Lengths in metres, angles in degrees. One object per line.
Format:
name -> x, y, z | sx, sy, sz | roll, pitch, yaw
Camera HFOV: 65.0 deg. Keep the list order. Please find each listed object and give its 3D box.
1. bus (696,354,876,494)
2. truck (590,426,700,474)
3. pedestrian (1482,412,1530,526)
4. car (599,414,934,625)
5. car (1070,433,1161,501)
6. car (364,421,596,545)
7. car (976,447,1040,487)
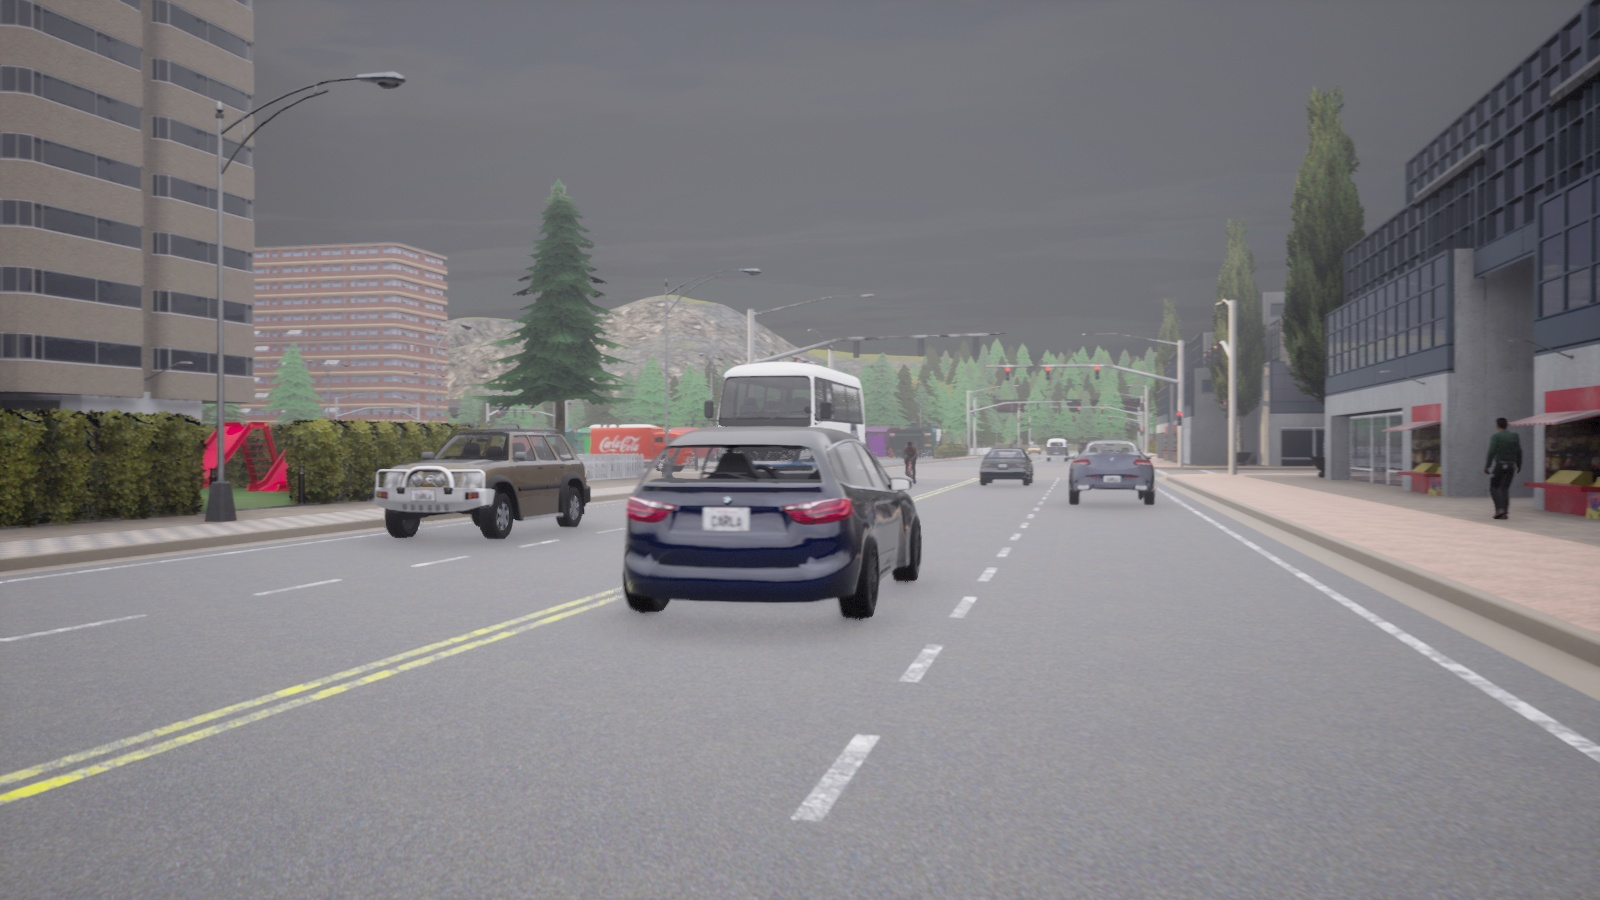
bus -> -0.151, -0.800, 43.512 | 3.944, 4.253, 10.273 | 0, 0, 13
truck -> -8.206, 0.006, 66.650 | 5.204, 2.467, 2.627 | -1, 0, 13
pedestrian -> 12.372, 0.323, 22.018 | 0.423, 1.949, 0.788 | 0, 0, 3
car -> -0.063, 0.543, 12.420 | 2.242, 1.667, 4.611 | 0, 0, 13
car -> 8.223, 0.399, 33.018 | 2.152, 1.651, 5.027 | 0, 0, 13
car -> -5.228, 0.479, 21.256 | 1.932, 1.855, 4.605 | 0, 0, 13
car -> 7.903, 0.612, 47.365 | 2.033, 1.411, 5.357 | 0, 0, 13
